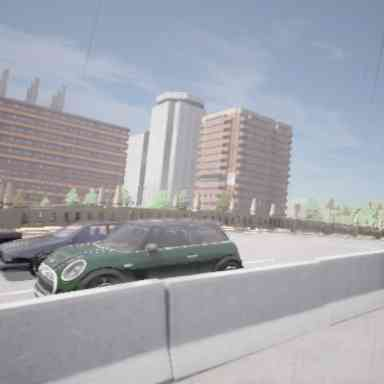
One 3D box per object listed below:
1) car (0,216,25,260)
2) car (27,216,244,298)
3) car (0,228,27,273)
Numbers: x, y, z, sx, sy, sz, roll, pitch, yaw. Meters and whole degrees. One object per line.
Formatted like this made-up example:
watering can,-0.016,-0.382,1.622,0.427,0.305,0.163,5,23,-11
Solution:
car,-8.295,1.598,10.973,4.718,1.301,1.895,1,0,-36
car,-1.004,1.417,7.575,4.553,1.767,2.097,2,-1,-35
car,-3.031,1.613,10.429,5.357,1.411,2.033,2,-1,-35
